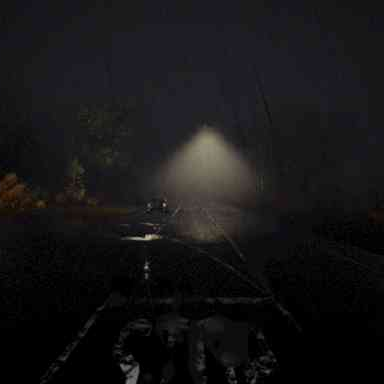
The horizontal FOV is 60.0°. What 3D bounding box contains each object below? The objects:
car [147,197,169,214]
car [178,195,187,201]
[{"bbox_3d":[-3.580,1.374,35.629,2.097,1.767,4.553,0,0,0],"label":"car"},{"bbox_3d":[-2.511,1.576,89.005,1.837,1.490,4.892,0,0,6],"label":"car"}]
